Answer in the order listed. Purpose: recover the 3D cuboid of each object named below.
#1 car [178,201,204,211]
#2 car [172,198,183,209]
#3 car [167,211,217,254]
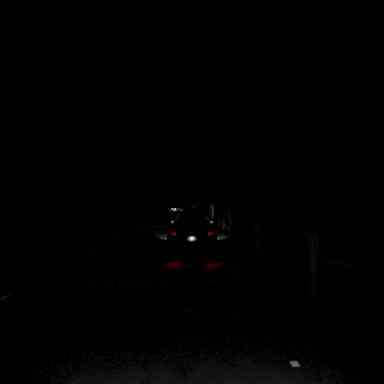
[{"bbox_3d":[0.008,1.856,29.301,1.837,1.490,4.892,0,0,0],"label":"car"},{"bbox_3d":[-2.748,2.331,67.787,2.150,2.045,5.566,0,-1,0],"label":"car"},{"bbox_3d":[0.005,1.713,14.264,1.994,1.385,4.181,0,-1,0],"label":"car"}]
